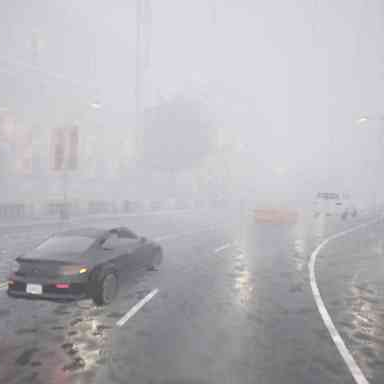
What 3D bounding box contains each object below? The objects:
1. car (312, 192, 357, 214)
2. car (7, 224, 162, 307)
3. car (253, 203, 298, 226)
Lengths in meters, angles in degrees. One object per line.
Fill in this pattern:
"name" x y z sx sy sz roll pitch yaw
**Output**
"car" 10.616 0.977 24.623 2.150 2.045 5.566 1 0 36
"car" -2.179 1.500 7.939 1.812 1.442 4.674 0 0 13
"car" 6.228 1.559 24.353 1.882 1.535 5.008 1 0 35
